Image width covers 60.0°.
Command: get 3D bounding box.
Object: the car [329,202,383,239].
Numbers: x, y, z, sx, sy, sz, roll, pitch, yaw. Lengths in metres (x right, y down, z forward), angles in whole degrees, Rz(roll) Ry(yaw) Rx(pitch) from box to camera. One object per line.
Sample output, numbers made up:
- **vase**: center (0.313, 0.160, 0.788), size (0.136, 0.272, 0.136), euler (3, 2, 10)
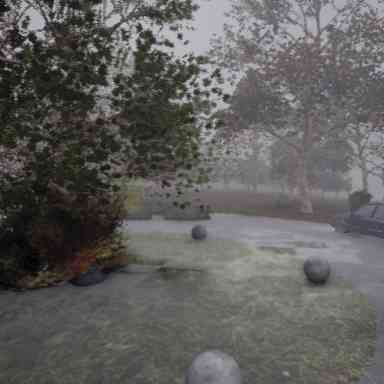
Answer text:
- **car**: center (7.265, 1.084, 12.251), size (2.033, 1.411, 5.357), euler (1, 1, -8)
